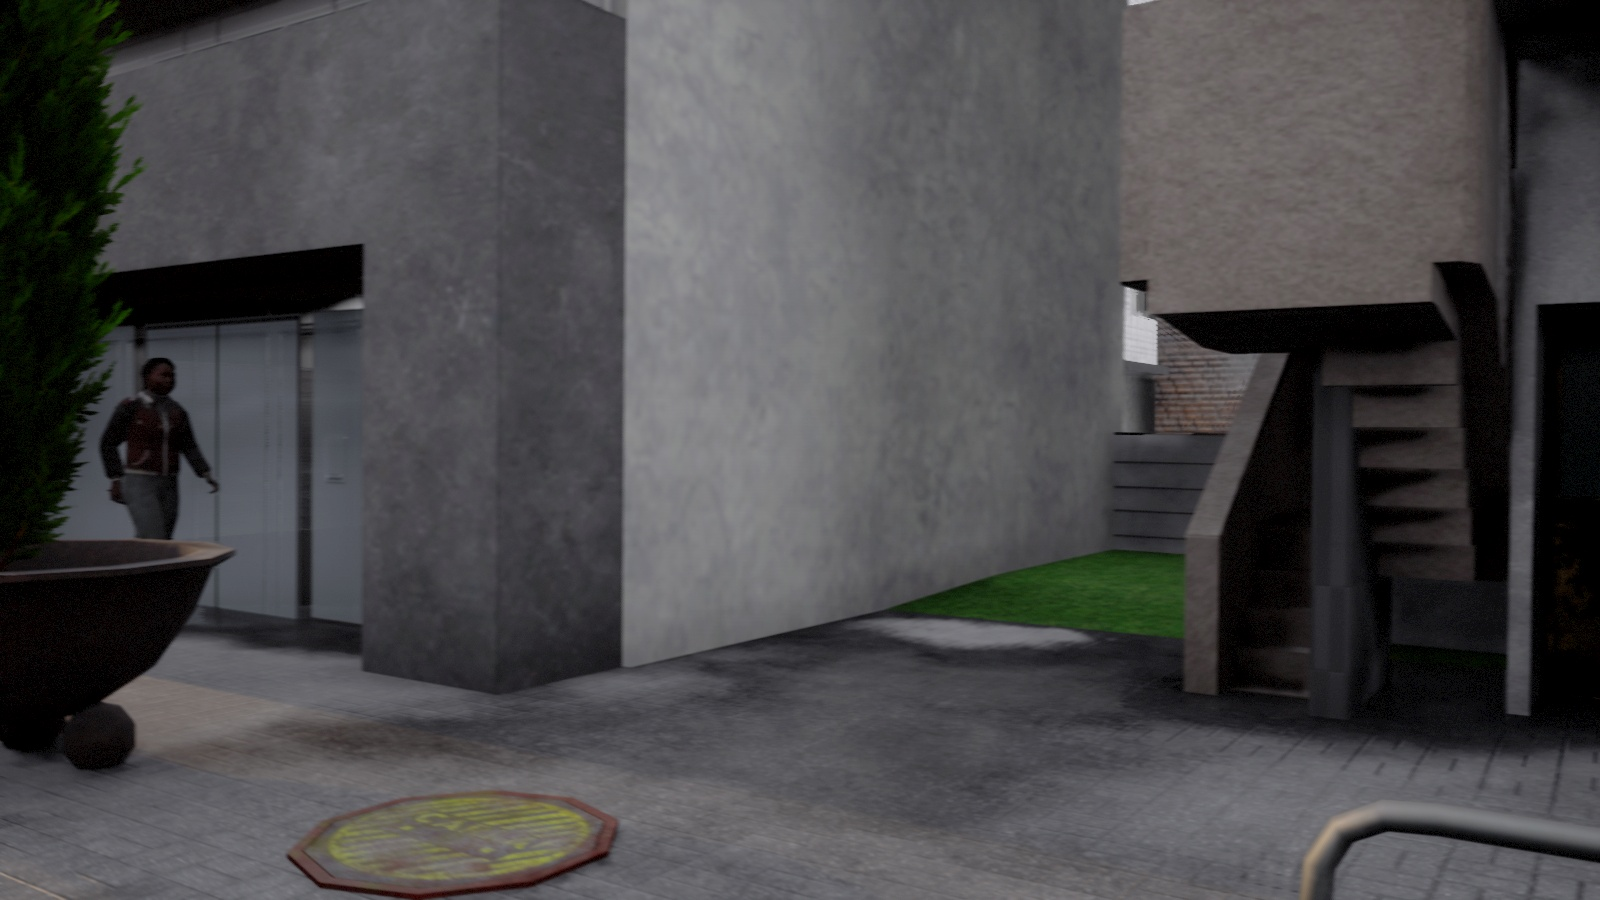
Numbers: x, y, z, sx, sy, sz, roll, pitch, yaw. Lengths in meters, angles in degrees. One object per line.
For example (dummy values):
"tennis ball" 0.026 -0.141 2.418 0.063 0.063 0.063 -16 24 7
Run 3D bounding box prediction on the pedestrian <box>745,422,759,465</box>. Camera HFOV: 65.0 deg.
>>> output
"pedestrian" -2.041 -0.273 53.719 0.345 1.836 0.594 0 1 26

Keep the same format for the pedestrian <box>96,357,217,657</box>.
"pedestrian" -4.316 0.365 8.422 0.666 1.930 0.402 0 1 30
